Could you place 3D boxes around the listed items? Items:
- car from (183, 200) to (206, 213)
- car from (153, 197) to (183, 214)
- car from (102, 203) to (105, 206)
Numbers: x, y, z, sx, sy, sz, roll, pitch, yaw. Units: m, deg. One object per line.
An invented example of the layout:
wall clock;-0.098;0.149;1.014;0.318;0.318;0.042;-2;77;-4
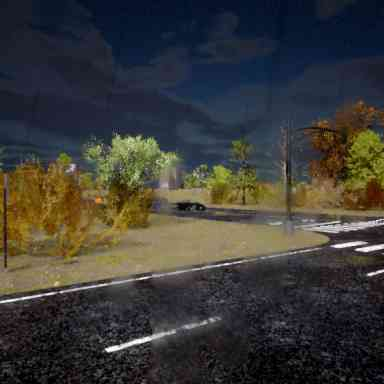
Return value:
car;-0.299;1.543;37.160;1.994;1.385;4.181;0;0;-38
car;-3.419;1.352;35.868;2.097;1.767;4.553;0;0;-38
car;-14.320;1.306;55.134;2.097;1.767;4.553;0;1;-38
